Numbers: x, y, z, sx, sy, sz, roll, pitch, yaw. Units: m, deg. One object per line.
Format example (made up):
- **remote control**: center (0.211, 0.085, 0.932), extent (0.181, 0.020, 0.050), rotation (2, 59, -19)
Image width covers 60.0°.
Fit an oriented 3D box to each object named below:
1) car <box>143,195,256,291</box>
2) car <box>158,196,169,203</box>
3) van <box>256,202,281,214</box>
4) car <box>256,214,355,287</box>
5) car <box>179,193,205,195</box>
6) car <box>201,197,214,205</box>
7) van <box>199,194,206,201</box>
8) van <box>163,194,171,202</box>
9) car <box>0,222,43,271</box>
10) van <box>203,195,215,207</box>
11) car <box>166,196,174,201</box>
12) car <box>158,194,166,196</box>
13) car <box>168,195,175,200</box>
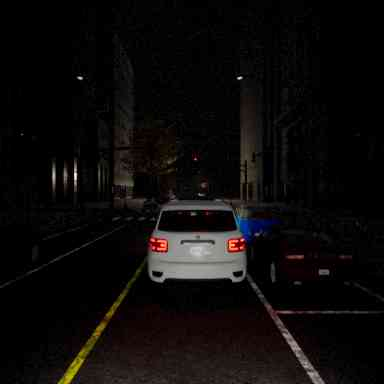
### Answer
- **car**: center (0.096, 1.223, 9.171), extent (2.150, 2.045, 5.566), rotation (0, 0, 0)
- **car**: center (-5.859, 1.597, 68.458), extent (2.008, 1.369, 4.403), rotation (0, 0, 0)
- **van**: center (2.758, 1.344, 14.725), extent (1.690, 1.788, 3.998), rotation (0, 0, 0)
- **car**: center (2.765, 1.546, 9.200), extent (1.887, 1.381, 4.507), rotation (0, 0, 0)
- **car**: center (0.071, 1.226, 19.532), extent (2.150, 2.045, 5.566), rotation (0, 0, 0)
- **car**: center (2.681, 1.600, 58.123), extent (1.947, 1.339, 4.313), rotation (0, 0, 0)
- **van**: center (2.642, 1.411, 85.189), extent (1.690, 1.788, 3.998), rotation (0, 0, 0)
- **van**: center (-5.874, 1.402, 79.036), extent (1.690, 1.788, 3.998), rotation (0, 0, 0)
- **car**: center (-5.790, 1.546, 9.206), extent (1.887, 1.381, 4.507), rotation (0, 0, 0)
- **van**: center (2.689, 1.369, 52.710), extent (1.690, 1.788, 3.998), rotation (0, 0, 0)
- **car**: center (-5.890, 1.643, 89.613), extent (1.947, 1.339, 4.313), rotation (0, 0, 0)
- **car**: center (-5.844, 1.578, 57.880), extent (1.887, 1.381, 4.507), rotation (0, 0, 0)
- **car**: center (-5.897, 1.611, 94.733), extent (1.752, 1.417, 4.829), rotation (0, 0, 0)
